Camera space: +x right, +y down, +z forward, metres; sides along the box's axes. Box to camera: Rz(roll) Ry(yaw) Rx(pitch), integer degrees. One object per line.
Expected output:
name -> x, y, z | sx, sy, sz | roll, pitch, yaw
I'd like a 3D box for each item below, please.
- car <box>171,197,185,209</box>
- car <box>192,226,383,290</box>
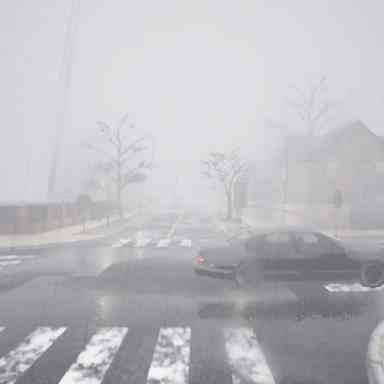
car -> -2.414, 1.945, 58.227 | 2.150, 2.045, 5.566 | 0, -1, 0
car -> 2.674, 1.639, 8.841 | 5.357, 1.411, 2.033 | -1, 0, 1
